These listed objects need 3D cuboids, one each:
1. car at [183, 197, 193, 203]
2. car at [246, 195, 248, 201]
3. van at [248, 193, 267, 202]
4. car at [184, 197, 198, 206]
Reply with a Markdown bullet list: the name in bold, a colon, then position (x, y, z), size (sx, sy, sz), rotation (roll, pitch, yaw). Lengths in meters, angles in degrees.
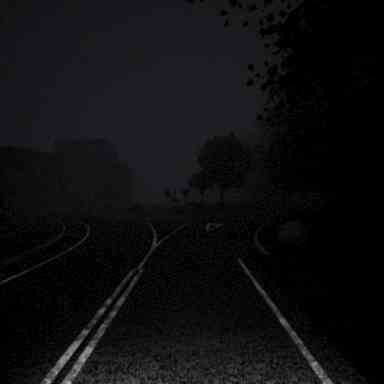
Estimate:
- **car**: position (-0.884, 1.798, 77.168), size (2.033, 1.411, 5.357), rotation (0, 0, 1)
- **car**: position (18.348, 2.087, 92.361), size (4.792, 1.488, 2.163), rotation (0, 1, 1)
- **van**: position (18.145, 1.869, 89.588), size (4.442, 1.987, 1.878), rotation (0, 1, 1)
- **car**: position (-0.221, 1.863, 61.713), size (1.994, 1.385, 4.181), rotation (0, 0, -12)
